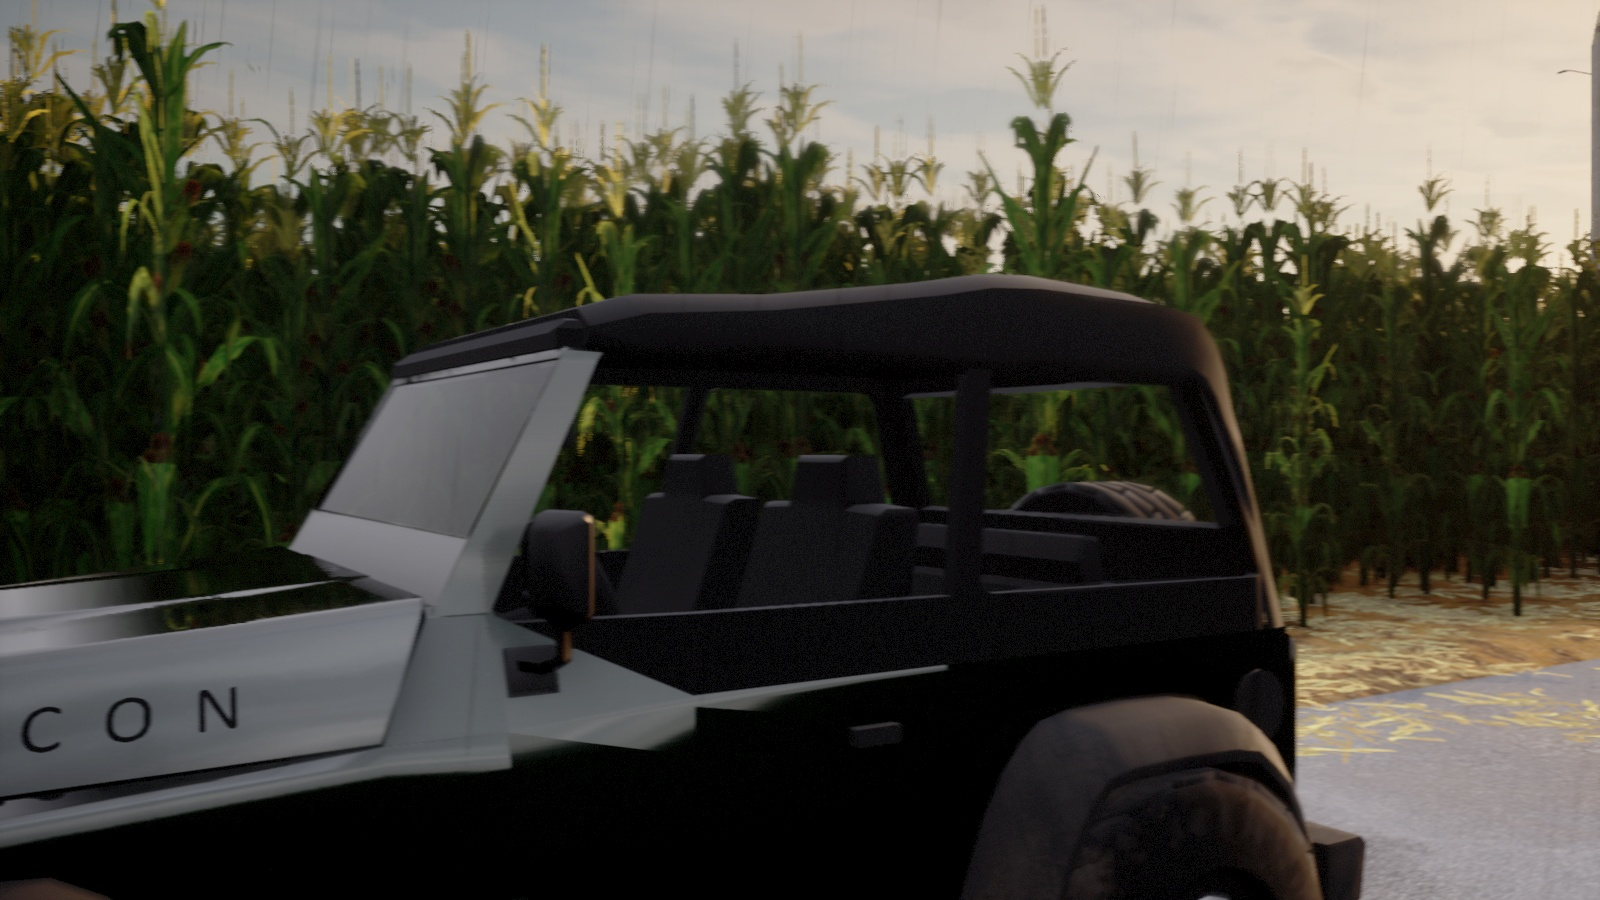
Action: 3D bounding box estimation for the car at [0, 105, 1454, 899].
[{"bbox_3d":[-0.596,0.547,2.754,3.866,1.878,1.905,0,0,-32],"label":"car"}]
